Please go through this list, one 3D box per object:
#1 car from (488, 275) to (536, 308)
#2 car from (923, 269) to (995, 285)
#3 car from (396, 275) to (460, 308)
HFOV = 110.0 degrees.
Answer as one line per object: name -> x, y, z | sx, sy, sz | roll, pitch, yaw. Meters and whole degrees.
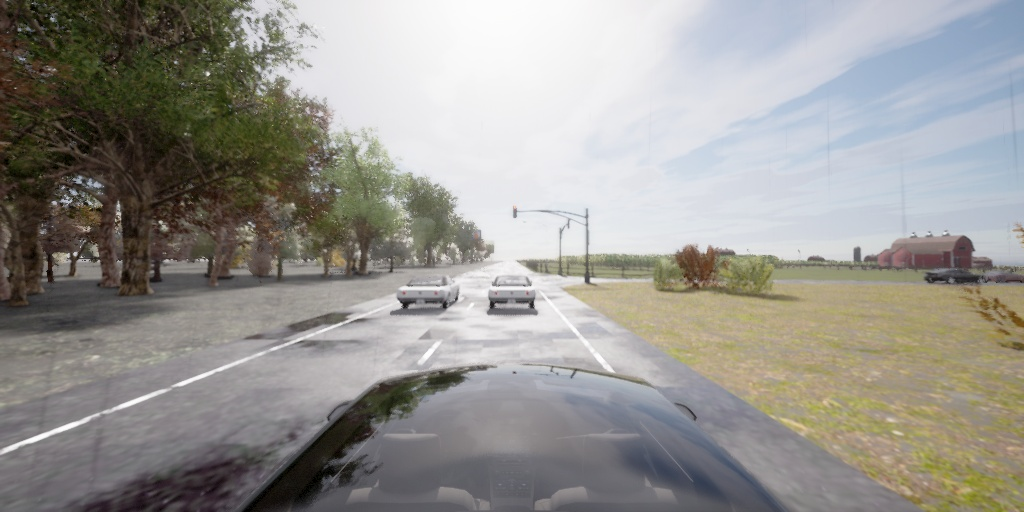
car -> -0.001, 1.483, 15.962 | 1.895, 1.301, 4.718 | 0, 0, 0
car -> 43.946, 2.038, 35.571 | 4.892, 1.490, 1.837 | 0, -1, 0
car -> -3.501, 1.483, 15.961 | 1.895, 1.301, 4.718 | 0, 0, 0
